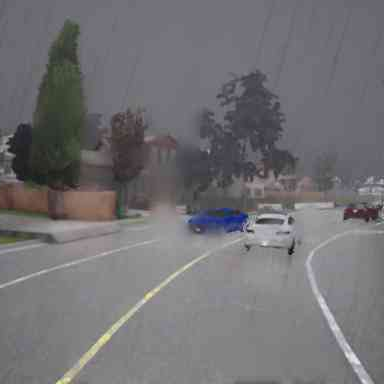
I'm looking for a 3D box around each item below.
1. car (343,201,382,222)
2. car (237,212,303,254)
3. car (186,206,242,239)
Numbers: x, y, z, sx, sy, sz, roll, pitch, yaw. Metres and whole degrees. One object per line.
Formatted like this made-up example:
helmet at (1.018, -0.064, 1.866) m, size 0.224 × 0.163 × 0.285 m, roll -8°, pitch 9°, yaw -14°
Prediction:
car at (15.562, 1.734, 30.579) m, size 2.097 × 1.767 × 4.553 m, roll 0°, pitch -1°, yaw 40°
car at (3.498, 1.608, 13.912) m, size 1.812 × 1.442 × 4.674 m, roll 0°, pitch -1°, yaw 23°
car at (1.504, 1.567, 18.132) m, size 1.882 × 1.535 × 5.008 m, roll 0°, pitch -1°, yaw 30°
